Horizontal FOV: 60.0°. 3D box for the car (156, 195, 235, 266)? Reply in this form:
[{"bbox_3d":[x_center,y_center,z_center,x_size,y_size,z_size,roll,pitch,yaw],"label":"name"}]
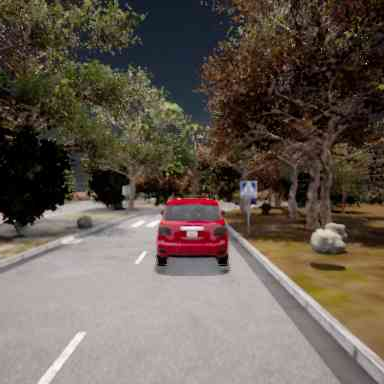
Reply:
[{"bbox_3d":[0.028,1.239,11.781,2.150,2.045,5.566,0,0,0],"label":"car"}]

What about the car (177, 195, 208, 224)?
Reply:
[{"bbox_3d":[0.146,1.270,26.784,2.150,2.045,5.566,0,0,3],"label":"car"}]

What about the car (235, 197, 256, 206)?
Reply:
[{"bbox_3d":[9.346,1.509,58.242,2.097,1.767,4.553,-1,-1,42],"label":"car"}]
